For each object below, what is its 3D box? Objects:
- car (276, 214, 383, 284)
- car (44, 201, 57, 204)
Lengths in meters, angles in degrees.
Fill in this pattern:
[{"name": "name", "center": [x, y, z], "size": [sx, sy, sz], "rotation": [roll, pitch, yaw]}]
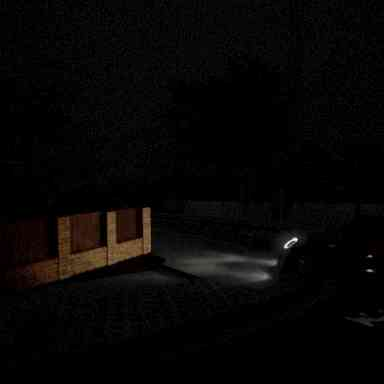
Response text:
[{"name": "car", "center": [4.406, 1.308, 7.930], "size": [4.553, 1.767, 2.097], "rotation": [0, -4, 25]}, {"name": "car", "center": [-19.758, 2.087, 46.783], "size": [1.882, 1.535, 5.008], "rotation": [1, -2, -42]}]
